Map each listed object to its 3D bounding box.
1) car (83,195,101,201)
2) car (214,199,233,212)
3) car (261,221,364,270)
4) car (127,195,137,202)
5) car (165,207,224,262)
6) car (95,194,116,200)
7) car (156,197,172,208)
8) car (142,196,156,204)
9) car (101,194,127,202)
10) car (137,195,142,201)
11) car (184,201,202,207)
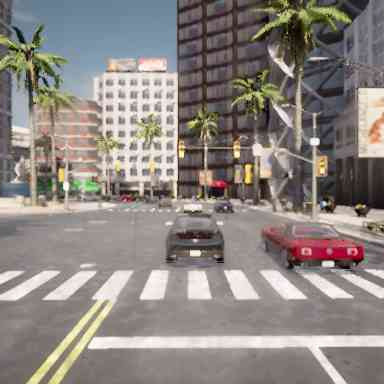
[{"bbox_3d":[-24.946,1.448,82.760,4.674,1.442,1.812,0,0,22],"label":"car"},{"bbox_3d":[3.593,1.518,38.048,1.812,1.442,4.674,0,0,0],"label":"car"},{"bbox_3d":[3.596,1.599,10.989,1.895,1.301,4.718,0,0,0],"label":"car"},{"bbox_3d":[-15.969,1.462,77.732,5.008,1.535,1.882,0,0,35],"label":"car"},{"bbox_3d":[0.096,1.504,12.018,1.837,1.490,4.892,0,0,0],"label":"car"},{"bbox_3d":[-22.295,1.351,85.418,4.902,1.511,2.128,0,0,22],"label":"car"},{"bbox_3d":[-3.924,1.553,48.806,1.994,1.385,4.181,0,0,-4],"label":"car"},{"bbox_3d":[-7.273,1.550,62.537,1.994,1.385,4.181,0,0,-26],"label":"car"},{"bbox_3d":[-17.554,1.484,74.557,4.892,1.490,1.837,0,0,38],"label":"car"},{"bbox_3d":[-13.514,1.483,80.271,4.892,1.490,1.837,0,0,35],"label":"car"},{"bbox_3d":[0.094,1.594,35.447,1.895,1.301,4.718,0,0,0],"label":"car"}]
